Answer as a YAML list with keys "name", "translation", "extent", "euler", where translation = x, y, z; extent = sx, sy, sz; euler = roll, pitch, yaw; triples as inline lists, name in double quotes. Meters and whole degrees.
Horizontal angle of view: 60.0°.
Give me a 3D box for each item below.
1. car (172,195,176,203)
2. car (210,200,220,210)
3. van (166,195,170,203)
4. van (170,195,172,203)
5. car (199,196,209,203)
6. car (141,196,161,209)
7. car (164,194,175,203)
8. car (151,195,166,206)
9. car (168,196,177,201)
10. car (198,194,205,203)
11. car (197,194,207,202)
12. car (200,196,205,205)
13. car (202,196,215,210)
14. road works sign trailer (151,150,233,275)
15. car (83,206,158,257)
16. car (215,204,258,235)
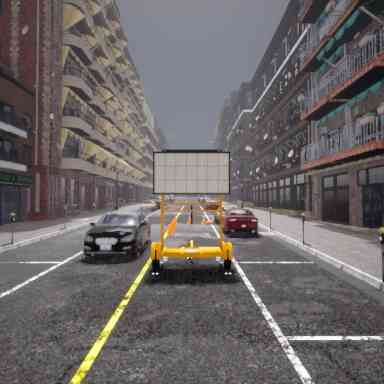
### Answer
- name: "car"
  translation: [-5.287, 1.501, 74.181]
  extent: [2.192, 1.841, 5.009]
  euler: [1, 0, 0]
- name: "car"
  translation: [2.586, 1.555, 24.514]
  extent: [1.752, 1.417, 4.829]
  euler: [1, 0, 0]
- name: "van"
  translation: [-5.288, 1.460, 57.589]
  extent: [1.690, 1.788, 3.998]
  euler: [2, 0, 0]
- name: "van"
  translation: [-5.288, 1.481, 63.121]
  extent: [1.690, 1.788, 3.998]
  euler: [1, 0, 0]
- name: "car"
  translation: [2.598, 1.626, 74.120]
  extent: [1.967, 1.590, 4.097]
  euler: [1, 0, 0]
- name: "car"
  translation: [-5.293, 1.594, 40.828]
  extent: [1.752, 1.417, 4.829]
  euler: [2, 0, 0]
- name: "car"
  translation: [-5.287, 1.526, 79.711]
  extent: [2.192, 1.841, 5.009]
  euler: [1, 0, 0]
- name: "car"
  translation: [-5.287, 1.399, 46.530]
  extent: [2.192, 1.841, 5.009]
  euler: [2, 0, 0]
- name: "car"
  translation: [-5.293, 1.830, 90.773]
  extent: [1.947, 1.339, 4.313]
  euler: [1, 0, 0]
- name: "car"
  translation: [2.588, 1.684, 63.058]
  extent: [1.887, 1.381, 4.507]
  euler: [1, 0, 0]
- name: "car"
  translation: [2.559, 1.551, 85.182]
  extent: [2.192, 1.841, 5.009]
  euler: [1, 0, 0]
- name: "car"
  translation: [2.586, 1.635, 46.466]
  extent: [2.008, 1.369, 4.403]
  euler: [1, 0, 0]
- name: "car"
  translation: [2.586, 1.614, 40.934]
  extent: [1.887, 1.381, 4.507]
  euler: [1, 0, 0]
- name: "road works sign trailer"
  translation: [-0.009, 0.473, 10.485]
  extent: [2.380, 3.560, 2.880]
  euler: [0, 0, 0]
- name: "car"
  translation: [-2.751, 1.503, 13.053]
  extent: [2.128, 1.511, 4.902]
  euler: [0, 0, 0]
- name: "car"
  translation: [2.586, 1.565, 18.812]
  extent: [1.887, 1.381, 4.507]
  euler: [1, 0, 0]
